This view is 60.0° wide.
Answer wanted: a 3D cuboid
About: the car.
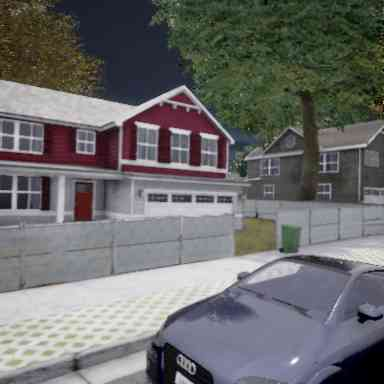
[{"bbox_3d":[1.552,1.554,4.176,4.181,1.385,1.994,0,0,-35],"label":"car"}]
